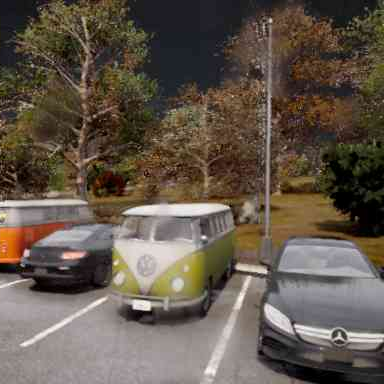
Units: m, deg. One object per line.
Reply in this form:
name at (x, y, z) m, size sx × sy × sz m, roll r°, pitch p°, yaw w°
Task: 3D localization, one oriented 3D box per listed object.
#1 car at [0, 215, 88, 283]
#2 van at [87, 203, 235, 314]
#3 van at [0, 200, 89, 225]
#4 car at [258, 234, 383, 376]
car at (-2.578, 1.522, 9.266) m, size 2.002 × 1.452 × 4.674 m, roll 0°, pitch -1°, yaw 16°
van at (-0.201, 1.256, 7.445) m, size 1.878 × 1.987 × 4.442 m, roll 1°, pitch -1°, yaw 16°
van at (-4.939, 1.259, 11.093) m, size 1.878 × 1.987 × 4.442 m, roll 0°, pitch -1°, yaw 16°
car at (2.223, 1.525, 5.847) m, size 2.002 × 1.452 × 4.674 m, roll 1°, pitch -1°, yaw 16°
